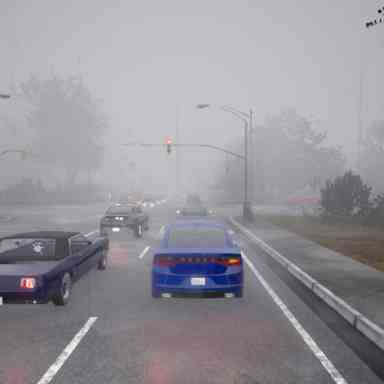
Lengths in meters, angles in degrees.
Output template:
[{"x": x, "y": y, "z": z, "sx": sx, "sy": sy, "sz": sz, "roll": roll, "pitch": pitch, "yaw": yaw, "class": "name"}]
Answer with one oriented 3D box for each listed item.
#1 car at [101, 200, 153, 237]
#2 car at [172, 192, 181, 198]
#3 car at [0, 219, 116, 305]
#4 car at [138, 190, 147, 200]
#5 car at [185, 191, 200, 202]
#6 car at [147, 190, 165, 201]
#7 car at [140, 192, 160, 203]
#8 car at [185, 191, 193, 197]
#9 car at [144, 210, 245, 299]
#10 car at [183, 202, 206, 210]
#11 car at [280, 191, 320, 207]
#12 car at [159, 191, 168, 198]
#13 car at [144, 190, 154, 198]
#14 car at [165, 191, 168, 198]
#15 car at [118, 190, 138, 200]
[{"x": -3.373, "y": 1.402, "z": 17.194, "sx": 1.837, "sy": 1.490, "sz": 4.892, "roll": 0, "pitch": 0, "yaw": 0, "class": "car"}, {"x": -3.854, "y": 0.741, "z": 85.559, "sx": 2.033, "sy": 1.411, "sz": 5.357, "roll": 0, "pitch": 1, "yaw": -4, "class": "car"}, {"x": -3.387, "y": 1.573, "z": 7.942, "sx": 1.895, "sy": 1.301, "sz": 4.718, "roll": 0, "pitch": 0, "yaw": 0, "class": "car"}, {"x": -10.461, "y": 0.709, "z": 63.383, "sx": 2.150, "sy": 2.045, "sz": 5.566, "roll": 0, "pitch": 1, "yaw": 0, "class": "car"}, {"x": 0.223, "y": 0.913, "z": 55.707, "sx": 2.097, "sy": 1.767, "sz": 4.553, "roll": 0, "pitch": 1, "yaw": -1, "class": "car"}, {"x": -6.963, "y": 0.956, "z": 64.218, "sx": 1.882, "sy": 1.535, "sz": 5.008, "roll": 0, "pitch": 1, "yaw": 0, "class": "car"}, {"x": -7.005, "y": 1.127, "z": 55.409, "sx": 1.994, "sy": 1.385, "sz": 4.181, "roll": 0, "pitch": 1, "yaw": 0, "class": "car"}, {"x": -0.776, "y": 0.601, "z": 92.151, "sx": 1.837, "sy": 1.490, "sz": 4.892, "roll": 0, "pitch": 1, "yaw": -5, "class": "car"}, {"x": 0.114, "y": 1.446, "z": 8.488, "sx": 1.882, "sy": 1.535, "sz": 5.008, "roll": 0, "pitch": 0, "yaw": 0, "class": "car"}, {"x": 0.127, "y": 1.459, "z": 17.470, "sx": 1.994, "sy": 1.385, "sz": 4.181, "roll": 0, "pitch": 0, "yaw": 0, "class": "car"}, {"x": 14.174, "y": 0.888, "z": 42.802, "sx": 5.566, "sy": 2.045, "sz": 2.150, "roll": -1, "pitch": 1, "yaw": -6, "class": "car"}, {"x": -7.299, "y": 0.571, "z": 84.477, "sx": 2.097, "sy": 1.767, "sz": 4.553, "roll": 0, "pitch": 1, "yaw": -3, "class": "car"}, {"x": -10.789, "y": 0.445, "z": 84.178, "sx": 2.150, "sy": 2.045, "sz": 5.566, "roll": 0, "pitch": 1, "yaw": -3, "class": "car"}, {"x": -6.982, "y": 0.957, "z": 74.243, "sx": 1.895, "sy": 1.301, "sz": 4.718, "roll": 0, "pitch": 1, "yaw": -1, "class": "car"}, {"x": -10.534, "y": 0.930, "z": 53.800, "sx": 2.097, "sy": 1.767, "sz": 4.553, "roll": 0, "pitch": 0, "yaw": 1, "class": "car"}]
